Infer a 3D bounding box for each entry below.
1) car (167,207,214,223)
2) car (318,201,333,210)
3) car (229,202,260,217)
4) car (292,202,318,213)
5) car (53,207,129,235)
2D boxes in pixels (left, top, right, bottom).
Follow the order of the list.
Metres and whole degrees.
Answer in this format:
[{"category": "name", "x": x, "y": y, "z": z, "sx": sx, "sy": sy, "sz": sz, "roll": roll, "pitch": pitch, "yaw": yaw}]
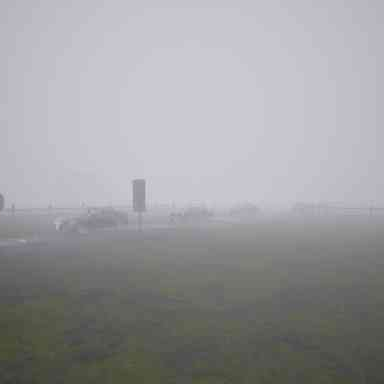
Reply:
[{"category": "car", "x": -0.047, "y": 1.945, "z": 29.005, "sx": 1.895, "sy": 1.301, "sz": 4.718, "roll": -1, "pitch": -1, "yaw": 35}, {"category": "car", "x": 21.922, "y": 2.258, "z": 55.002, "sx": 2.033, "sy": 1.411, "sz": 5.357, "roll": -1, "pitch": -1, "yaw": 36}, {"category": "car", "x": 5.906, "y": 1.949, "z": 37.418, "sx": 1.882, "sy": 1.535, "sz": 5.008, "roll": -1, "pitch": -1, "yaw": 35}, {"category": "car", "x": 15.185, "y": 2.073, "z": 45.453, "sx": 1.837, "sy": 1.490, "sz": 4.892, "roll": -1, "pitch": -1, "yaw": 35}, {"category": "car", "x": -6.070, "y": 1.707, "z": 20.481, "sx": 2.128, "sy": 1.511, "sz": 4.902, "roll": -1, "pitch": -1, "yaw": 35}]
